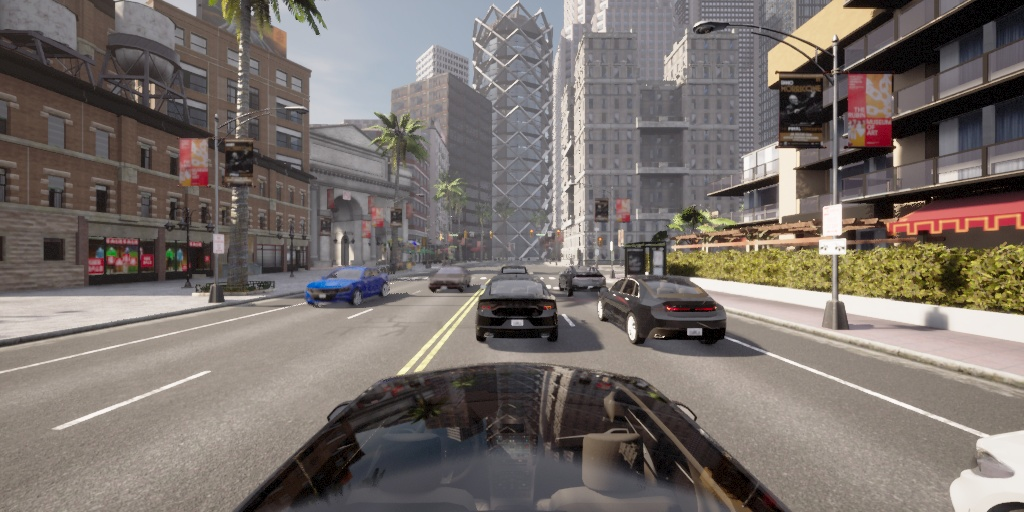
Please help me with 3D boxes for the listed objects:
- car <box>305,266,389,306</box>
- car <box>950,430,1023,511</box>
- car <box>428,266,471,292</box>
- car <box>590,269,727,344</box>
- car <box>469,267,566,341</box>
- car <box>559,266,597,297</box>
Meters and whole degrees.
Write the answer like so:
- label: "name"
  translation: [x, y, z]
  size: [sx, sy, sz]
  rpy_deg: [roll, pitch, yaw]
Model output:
- label: "car"
  translation: [-7.073, 1.227, 15.902]
  size: [1.882, 1.535, 5.008]
  rpy_deg: [0, 0, 0]
- label: "car"
  translation: [3.662, 1.276, 0.218]
  size: [1.812, 1.442, 4.674]
  rpy_deg: [0, 0, -1]
- label: "car"
  translation: [-3.530, 1.298, 21.391]
  size: [2.033, 1.411, 5.357]
  rpy_deg: [0, 0, 1]
- label: "car"
  translation: [3.609, 1.255, 9.523]
  size: [1.837, 1.490, 4.892]
  rpy_deg: [0, 0, 0]
- label: "car"
  translation: [0.109, 1.228, 9.878]
  size: [1.882, 1.535, 5.008]
  rpy_deg: [0, 0, 0]
- label: "car"
  translation: [3.602, 1.241, 18.929]
  size: [2.128, 1.511, 4.902]
  rpy_deg: [0, 0, 0]
